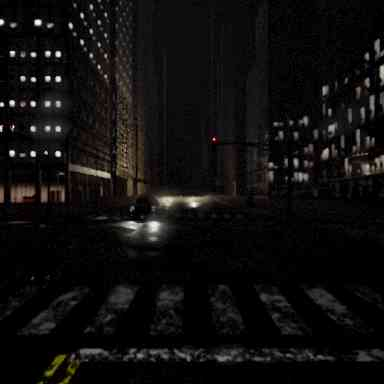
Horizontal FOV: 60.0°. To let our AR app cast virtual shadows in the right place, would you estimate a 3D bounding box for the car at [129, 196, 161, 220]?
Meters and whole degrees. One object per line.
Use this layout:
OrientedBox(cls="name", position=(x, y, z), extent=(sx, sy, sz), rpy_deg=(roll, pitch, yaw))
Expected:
OrientedBox(cls="car", position=(-3.635, 1.144, 26.242), extent=(2.097, 1.767, 4.553), rpy_deg=(0, 2, -1))
